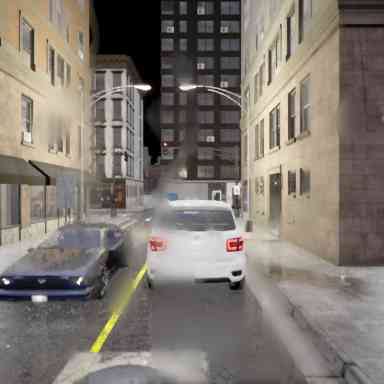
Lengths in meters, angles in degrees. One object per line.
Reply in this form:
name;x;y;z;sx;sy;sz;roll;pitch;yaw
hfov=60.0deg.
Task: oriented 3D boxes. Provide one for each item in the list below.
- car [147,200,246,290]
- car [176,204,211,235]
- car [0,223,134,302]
car;0.090;1.221;9.215;2.150;2.045;5.566;0;0;0
car;0.060;1.526;19.538;1.812;1.442;4.674;0;0;0
car;-2.764;1.547;8.682;2.033;1.411;5.357;0;0;0
